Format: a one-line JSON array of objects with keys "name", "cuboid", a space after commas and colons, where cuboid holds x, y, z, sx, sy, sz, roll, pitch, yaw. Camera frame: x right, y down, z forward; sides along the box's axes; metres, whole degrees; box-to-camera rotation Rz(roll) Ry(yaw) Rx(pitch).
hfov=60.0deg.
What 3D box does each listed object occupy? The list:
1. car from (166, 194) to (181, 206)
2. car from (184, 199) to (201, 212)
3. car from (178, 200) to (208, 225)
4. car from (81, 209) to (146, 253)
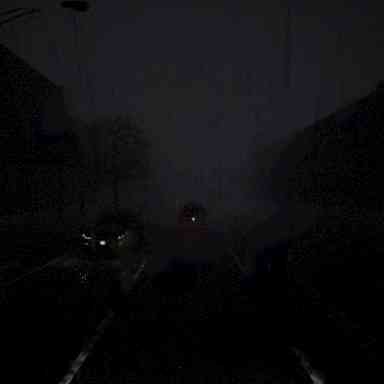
[{"name": "car", "cuboid": [-3.052, 1.328, 56.223, 2.150, 2.045, 5.566, 0, 0, 1]}, {"name": "car", "cuboid": [0.099, 1.673, 42.717, 2.033, 1.411, 5.357, 0, 0, 0]}, {"name": "car", "cuboid": [0.099, 1.574, 24.873, 1.837, 1.490, 4.892, 0, 0, 0]}, {"name": "car", "cuboid": [-3.100, 1.530, 13.952, 1.837, 1.490, 4.892, 0, 0, 0]}]
